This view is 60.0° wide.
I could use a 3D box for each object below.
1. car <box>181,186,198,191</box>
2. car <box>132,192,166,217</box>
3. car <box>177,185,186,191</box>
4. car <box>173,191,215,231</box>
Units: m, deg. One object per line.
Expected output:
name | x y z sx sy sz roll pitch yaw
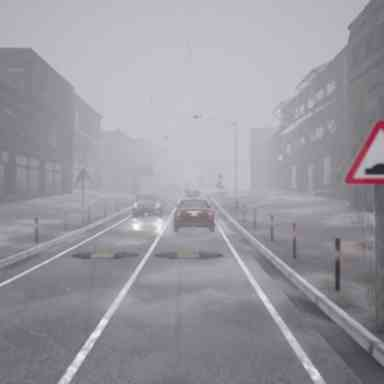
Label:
car | 0.095 0.412 37.440 2.033 1.411 5.357 0 3 0
car | -3.101 0.843 24.791 2.097 1.767 4.553 0 2 0
car | -1.743 -0.549 64.903 2.128 1.511 4.902 0 1 7
car | 0.104 1.066 18.546 2.097 1.767 4.553 0 2 0
